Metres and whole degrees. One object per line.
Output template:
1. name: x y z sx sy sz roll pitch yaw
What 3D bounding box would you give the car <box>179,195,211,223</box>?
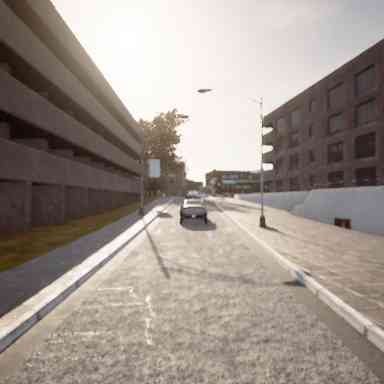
1. car: 0.113 1.240 23.167 2.128 1.511 4.902 0 2 0

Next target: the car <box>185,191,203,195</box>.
1. car: 0.125 0.611 41.610 1.812 1.442 4.674 0 2 0
